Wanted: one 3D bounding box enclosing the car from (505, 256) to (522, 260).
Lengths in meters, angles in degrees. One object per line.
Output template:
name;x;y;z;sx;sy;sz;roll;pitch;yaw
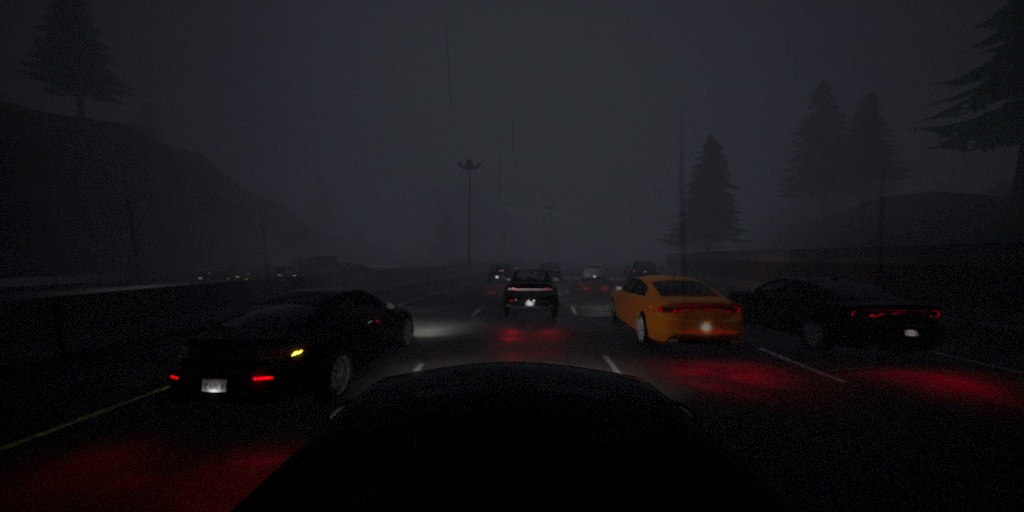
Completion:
car;0.080;1.019;64.836;2.150;2.045;5.566;0;0;25

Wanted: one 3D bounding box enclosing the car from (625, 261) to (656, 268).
car;9.955;1.149;27.716;2.097;1.767;4.553;0;0;12

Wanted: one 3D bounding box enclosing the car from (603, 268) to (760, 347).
car;3.937;1.244;9.473;1.882;1.535;5.008;0;0;3

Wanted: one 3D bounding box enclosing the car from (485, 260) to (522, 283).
car;-0.638;1.272;28.331;1.837;1.490;4.892;0;0;11

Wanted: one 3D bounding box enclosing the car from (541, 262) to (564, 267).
car;3.217;1.257;29.691;1.882;1.535;5.008;0;0;12

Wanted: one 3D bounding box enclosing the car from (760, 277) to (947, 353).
car;7.411;1.254;9.009;1.882;1.535;5.008;0;0;3

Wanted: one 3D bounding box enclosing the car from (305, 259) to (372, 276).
car;-11.950;1.224;25.787;2.128;1.511;4.902;0;0;10

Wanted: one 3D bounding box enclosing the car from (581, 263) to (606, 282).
car;6.657;1.314;29.070;1.812;1.442;4.674;0;0;12

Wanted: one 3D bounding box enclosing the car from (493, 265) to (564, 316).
car;0.750;1.252;13.457;2.128;1.511;4.902;0;0;5

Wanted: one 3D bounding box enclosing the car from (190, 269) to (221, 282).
car;-22.211;1.305;28.155;1.895;1.301;4.718;0;0;10

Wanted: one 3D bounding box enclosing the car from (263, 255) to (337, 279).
car;-15.312;0.945;27.010;2.150;2.045;5.566;0;0;10

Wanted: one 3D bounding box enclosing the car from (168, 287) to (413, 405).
car;-3.217;1.270;6.276;1.812;1.442;4.674;0;0;2

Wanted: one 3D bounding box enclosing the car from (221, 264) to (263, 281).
car;-18.834;1.277;26.988;1.994;1.385;4.181;0;0;10
